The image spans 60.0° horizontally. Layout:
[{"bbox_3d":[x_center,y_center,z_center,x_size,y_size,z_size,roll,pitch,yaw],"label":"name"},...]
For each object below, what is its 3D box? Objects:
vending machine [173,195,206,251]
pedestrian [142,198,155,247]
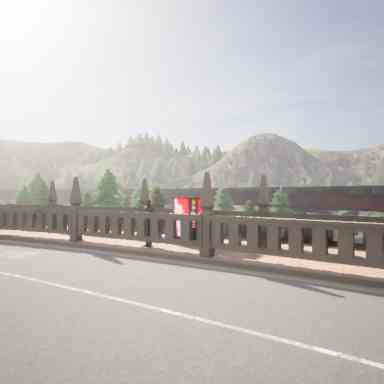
[{"bbox_3d":[-0.080,1.195,13.286,0.880,2.100,1.100,0,0,31],"label":"vending machine"},{"bbox_3d":[-1.666,1.141,12.525,0.375,1.860,0.375,0,0,31],"label":"pedestrian"}]
